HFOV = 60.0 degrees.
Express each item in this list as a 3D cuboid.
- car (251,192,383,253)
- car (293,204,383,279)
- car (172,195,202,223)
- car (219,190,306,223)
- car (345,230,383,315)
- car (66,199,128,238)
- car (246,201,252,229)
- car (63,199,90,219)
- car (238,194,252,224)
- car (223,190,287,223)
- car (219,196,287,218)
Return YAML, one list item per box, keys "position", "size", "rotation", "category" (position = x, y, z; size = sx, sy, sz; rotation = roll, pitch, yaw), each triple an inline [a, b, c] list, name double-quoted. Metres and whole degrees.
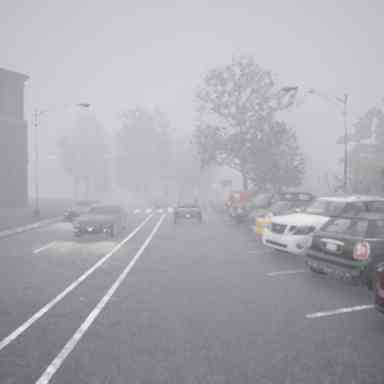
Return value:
- position: [5.204, 1.155, 11.509]
  size: [5.566, 2.045, 2.435]
  rotation: [0, 1, -21]
  category: "car"
- position: [5.244, 1.316, 8.541]
  size: [4.553, 1.767, 2.185]
  rotation: [0, 1, -21]
  category: "car"
- position: [-0.315, 1.192, 22.819]
  size: [2.128, 1.511, 4.902]
  rotation: [0, 1, -2]
  category: "car"
- position: [4.957, 0.929, 23.423]
  size: [5.566, 2.045, 2.435]
  rotation: [0, 1, -22]
  category: "car"
- position: [5.329, 1.497, 5.593]
  size: [4.792, 1.488, 2.163]
  rotation: [1, 0, -21]
  category: "car"
- position: [-4.468, 1.333, 16.834]
  size: [1.837, 1.490, 4.892]
  rotation: [0, 1, -1]
  category: "car"
- position: [5.341, 1.358, 14.580]
  size: [5.366, 1.575, 1.946]
  rotation: [0, 1, -21]
  category: "car"
- position: [-7.419, 1.228, 23.881]
  size: [2.033, 1.411, 5.357]
  rotation: [0, 1, -1]
  category: "car"
- position: [5.131, 1.179, 17.482]
  size: [4.553, 1.767, 2.185]
  rotation: [0, 2, -22]
  category: "car"
- position: [4.998, 0.991, 20.422]
  size: [5.566, 2.045, 2.435]
  rotation: [0, 2, -22]
  category: "car"
- position: [4.821, 1.118, 26.386]
  size: [4.892, 1.521, 2.231]
  rotation: [0, 1, -22]
  category: "car"
